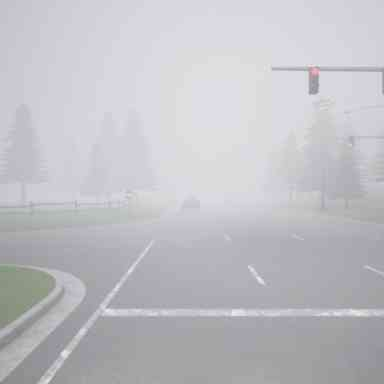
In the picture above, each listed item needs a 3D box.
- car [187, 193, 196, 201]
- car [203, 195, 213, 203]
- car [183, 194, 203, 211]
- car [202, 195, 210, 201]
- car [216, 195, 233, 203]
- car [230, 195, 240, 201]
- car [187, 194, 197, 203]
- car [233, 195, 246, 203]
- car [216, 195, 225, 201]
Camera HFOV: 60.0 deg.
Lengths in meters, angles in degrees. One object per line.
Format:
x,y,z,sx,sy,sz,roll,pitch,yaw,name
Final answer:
-0.098,1.176,80.809,2.097,1.767,4.553,0,0,0,car
3.414,1.535,70.840,1.994,1.385,4.181,0,0,0,car
-0.048,1.346,39.769,2.097,1.767,4.553,0,0,0,car
3.402,1.416,80.873,1.895,1.301,4.718,0,0,0,car
6.915,1.521,70.428,2.033,1.411,5.357,0,0,0,car
10.402,1.373,80.852,1.994,1.385,4.181,0,0,0,car
-0.086,1.337,70.806,2.097,1.767,4.553,0,0,0,car
10.414,1.506,70.849,1.812,1.442,4.674,0,0,0,car
6.902,1.373,80.848,1.994,1.385,4.181,0,0,0,car
